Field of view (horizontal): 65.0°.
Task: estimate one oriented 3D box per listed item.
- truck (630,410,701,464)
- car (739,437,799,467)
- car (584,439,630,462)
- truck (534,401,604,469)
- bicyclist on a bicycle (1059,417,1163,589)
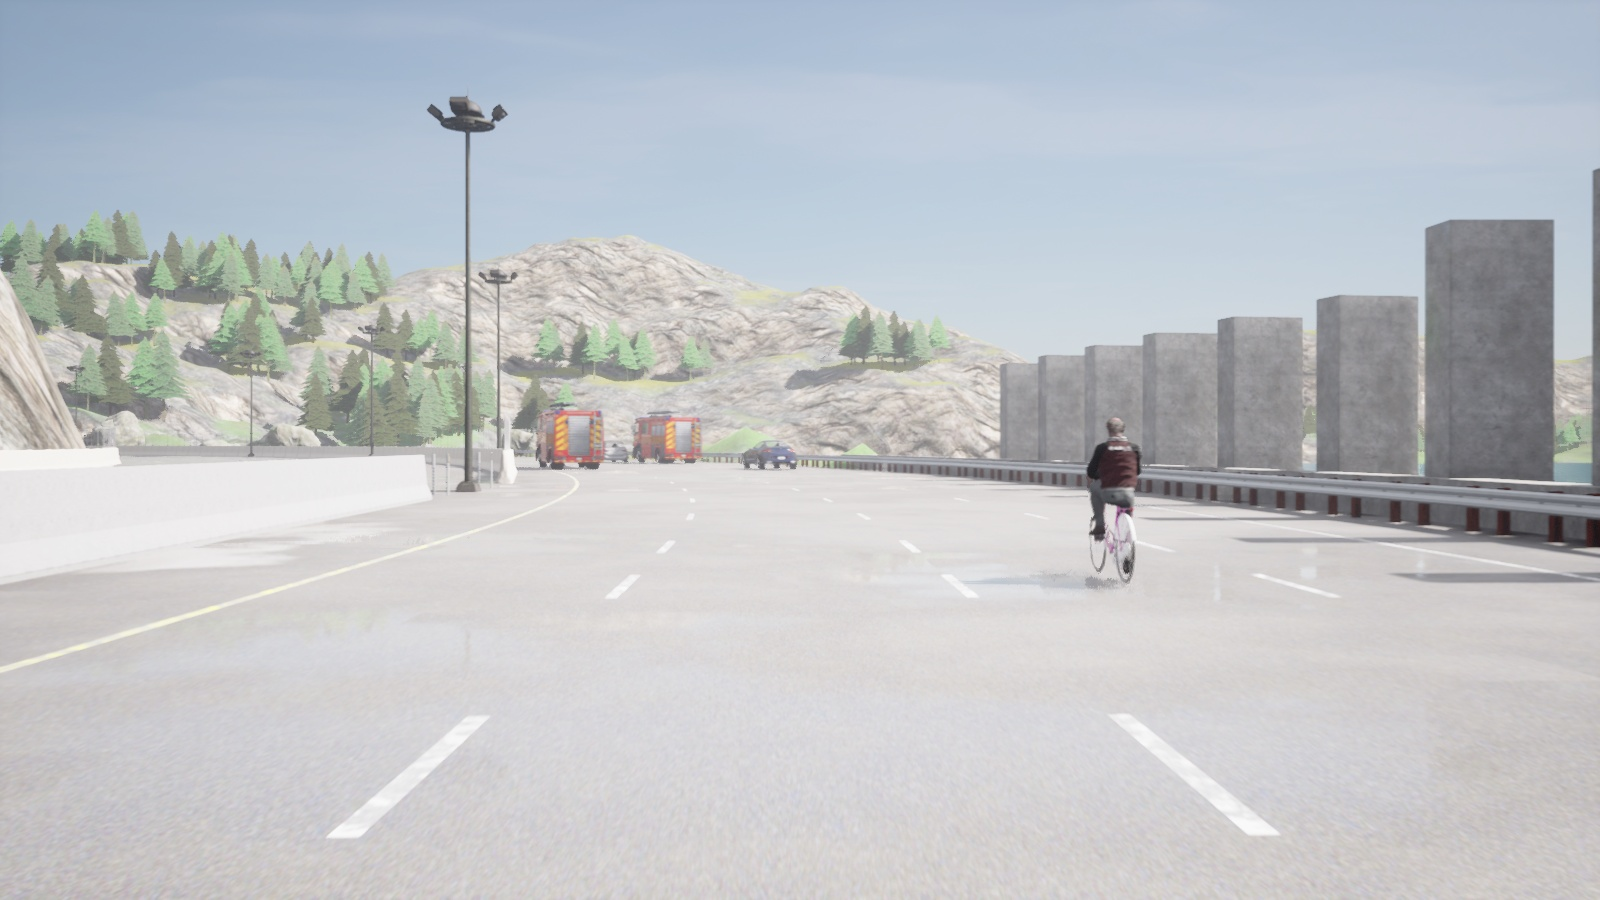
[{"bbox_3d":[-10.155,-0.955,93.946,2.891,3.827,8.468,0,0,-24],"label":"truck"},{"bbox_3d":[-1.801,0.120,71.687,2.152,1.651,5.027,0,0,-17],"label":"car"},{"bbox_3d":[-14.744,0.041,95.560,2.242,1.667,4.611,0,0,-25],"label":"car"},{"bbox_3d":[-13.922,-0.851,75.011,2.891,3.827,8.468,0,0,-19],"label":"truck"},{"bbox_3d":[3.400,0.541,13.865,0.659,1.776,1.843,0,1,-1],"label":"bicyclist on a bicycle"}]
